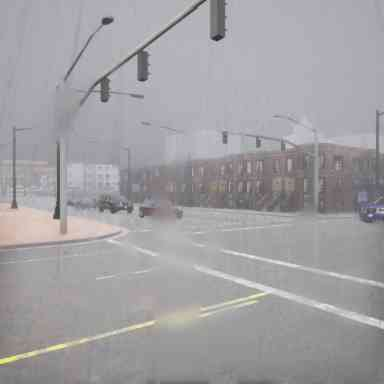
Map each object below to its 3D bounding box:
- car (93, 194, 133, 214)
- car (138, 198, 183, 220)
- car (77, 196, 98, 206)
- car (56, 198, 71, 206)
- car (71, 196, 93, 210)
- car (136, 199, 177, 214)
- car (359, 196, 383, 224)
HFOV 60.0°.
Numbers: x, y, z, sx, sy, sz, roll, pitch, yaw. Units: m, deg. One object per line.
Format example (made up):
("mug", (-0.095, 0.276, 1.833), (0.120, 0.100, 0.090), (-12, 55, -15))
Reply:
("car", (-8.422, 1.221, 36.205), (2.150, 2.045, 5.566), (0, 0, -36))
("car", (-2.709, 1.352, 28.266), (2.097, 1.767, 4.553), (0, 0, -35))
("car", (-17.359, 1.504, 54.988), (1.837, 1.490, 4.892), (0, 0, -36))
("car", (-20.014, 1.564, 52.429), (1.994, 1.385, 4.181), (0, 0, -35))
("car", (-14.213, 1.526, 44.300), (1.812, 1.442, 4.674), (0, 0, -35))
("car", (-3.942, 1.547, 36.289), (2.033, 1.411, 5.357), (0, 0, -36))
("car", (14.394, 1.222, 23.498), (5.566, 2.045, 2.150), (0, 0, -27))
